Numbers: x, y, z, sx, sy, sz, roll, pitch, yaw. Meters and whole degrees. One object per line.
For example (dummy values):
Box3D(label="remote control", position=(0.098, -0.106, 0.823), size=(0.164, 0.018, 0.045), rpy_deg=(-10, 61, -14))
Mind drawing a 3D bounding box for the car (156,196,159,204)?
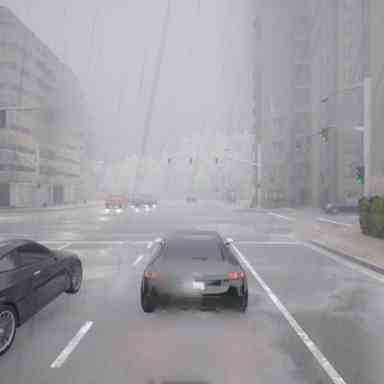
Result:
Box3D(label="car", position=(-7.193, 1.483, 60.662), size=(2.128, 1.511, 4.902), rpy_deg=(0, 0, 0))

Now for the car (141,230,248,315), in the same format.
Box3D(label="car", position=(0.049, 1.563, 7.650), size=(1.994, 1.385, 4.181), rpy_deg=(0, 0, 0))

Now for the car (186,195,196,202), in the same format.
Box3D(label="car", position=(-0.150, 1.345, 72.566), size=(2.097, 1.767, 4.553), rpy_deg=(0, 0, 0))

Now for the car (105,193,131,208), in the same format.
Box3D(label="car", position=(-10.698, 1.214, 47.506), size=(2.150, 2.045, 5.566), rpy_deg=(0, 0, 0))

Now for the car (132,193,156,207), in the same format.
Box3D(label="car", position=(-7.203, 1.214, 50.638), size=(2.150, 2.045, 5.566), rpy_deg=(0, 0, 0))

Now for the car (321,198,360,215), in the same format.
Box3D(label="car", position=(15.514, 1.347, 33.689), size=(4.553, 1.767, 2.097), rpy_deg=(0, 0, 1))

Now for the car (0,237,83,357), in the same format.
Box3D(label="car", position=(-3.460, 1.525, 5.848), size=(1.812, 1.442, 4.674), rpy_deg=(0, 0, 0))
